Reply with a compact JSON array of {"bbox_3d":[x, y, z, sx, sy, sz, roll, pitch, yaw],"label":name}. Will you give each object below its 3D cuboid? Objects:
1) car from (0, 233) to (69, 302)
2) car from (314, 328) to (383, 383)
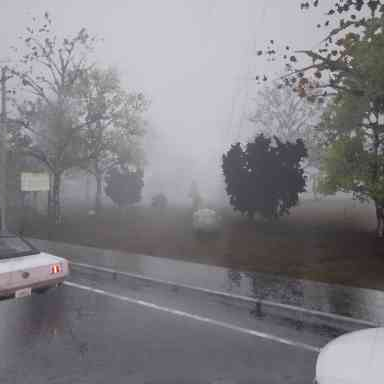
[{"bbox_3d":[-4.968,1.601,7.534,4.718,1.301,1.895,0,0,36],"label":"car"},{"bbox_3d":[3.100,1.526,1.797,4.674,1.442,1.812,0,0,35],"label":"car"}]
